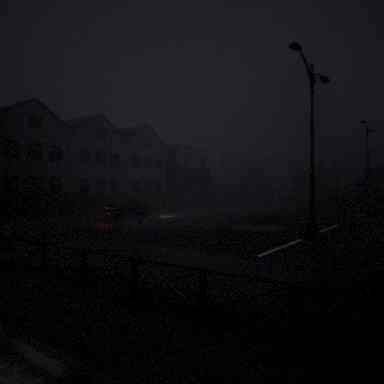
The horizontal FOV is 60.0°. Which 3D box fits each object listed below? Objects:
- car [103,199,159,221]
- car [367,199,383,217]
[{"bbox_3d":[-4.437,1.313,25.267,1.837,1.490,4.892,0,0,35],"label":"car"},{"bbox_3d":[15.411,1.298,26.818,2.007,1.523,4.514,0,0,35],"label":"car"}]
